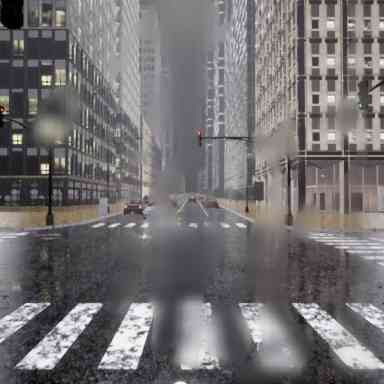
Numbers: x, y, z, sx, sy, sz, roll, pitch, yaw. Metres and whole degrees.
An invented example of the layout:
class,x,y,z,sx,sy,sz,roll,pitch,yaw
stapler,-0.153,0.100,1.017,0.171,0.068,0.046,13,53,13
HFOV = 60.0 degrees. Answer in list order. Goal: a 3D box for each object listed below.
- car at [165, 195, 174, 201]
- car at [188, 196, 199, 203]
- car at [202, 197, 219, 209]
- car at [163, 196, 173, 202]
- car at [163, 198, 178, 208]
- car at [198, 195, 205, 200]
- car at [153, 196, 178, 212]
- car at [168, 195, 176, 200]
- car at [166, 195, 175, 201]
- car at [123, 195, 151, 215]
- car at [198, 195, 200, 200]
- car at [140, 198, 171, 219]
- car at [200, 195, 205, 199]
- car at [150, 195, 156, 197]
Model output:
class,x,y,z,sx,sy,sz,roll,pitch,yaw
car,-5.678,1.576,83.880,1.887,1.381,4.507,1,0,0
car,0.082,1.572,70.418,2.033,1.411,5.357,0,0,0
car,2.702,1.598,44.916,1.802,1.307,4.206,1,0,0
car,-5.678,1.580,78.305,2.008,1.369,4.403,1,0,0
car,-3.094,1.619,49.134,1.895,1.301,4.718,0,0,0
car,2.702,1.581,95.112,1.887,1.381,4.507,1,0,0
car,-3.101,1.561,38.841,2.033,1.411,5.357,0,0,0
car,-5.679,1.603,95.030,1.947,1.339,4.313,1,0,0
car,-5.678,1.585,89.455,2.008,1.369,4.403,1,0,0
car,-5.675,1.452,33.704,1.967,1.590,4.097,1,0,0
car,2.702,1.589,61.649,1.947,1.339,4.313,1,0,0
car,-3.105,1.536,29.176,1.812,1.442,4.674,0,0,0
car,2.704,1.546,56.242,1.752,1.417,4.829,1,0,0
car,-5.673,1.331,44.854,2.192,1.841,5.009,1,0,0
